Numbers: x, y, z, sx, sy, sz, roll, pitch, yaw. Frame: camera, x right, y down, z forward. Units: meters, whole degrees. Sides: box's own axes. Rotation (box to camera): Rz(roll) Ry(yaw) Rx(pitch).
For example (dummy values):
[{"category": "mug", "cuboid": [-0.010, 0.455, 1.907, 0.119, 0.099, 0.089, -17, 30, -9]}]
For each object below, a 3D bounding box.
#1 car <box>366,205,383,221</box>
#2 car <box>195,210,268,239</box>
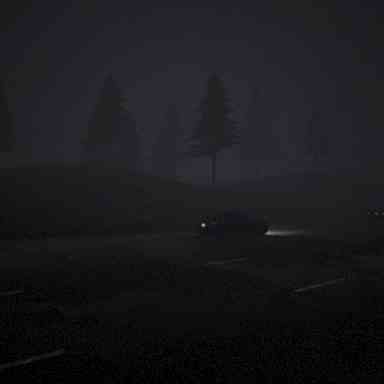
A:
[{"category": "car", "cuboid": [17.305, 1.868, 29.006, 5.357, 1.411, 2.033, 1, 0, -35]}, {"category": "car", "cuboid": [2.227, 1.692, 18.235, 4.181, 1.385, 1.994, 1, 0, -35]}]
